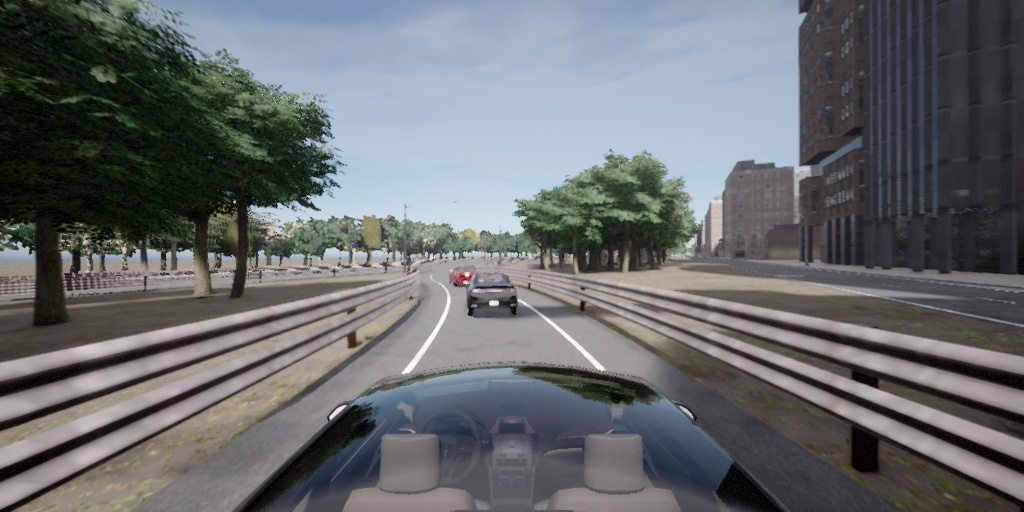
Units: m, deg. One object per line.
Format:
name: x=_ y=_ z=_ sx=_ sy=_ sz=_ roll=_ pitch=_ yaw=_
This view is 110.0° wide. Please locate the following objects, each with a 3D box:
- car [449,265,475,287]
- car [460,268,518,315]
car: x=-3.994 y=1.511 z=29.638 sx=2.097 sy=1.767 sz=4.553 roll=0 pitch=-1 yaw=-16
car: x=-0.927 y=1.429 z=14.569 sx=2.128 sy=1.511 sz=4.902 roll=0 pitch=-1 yaw=-8
